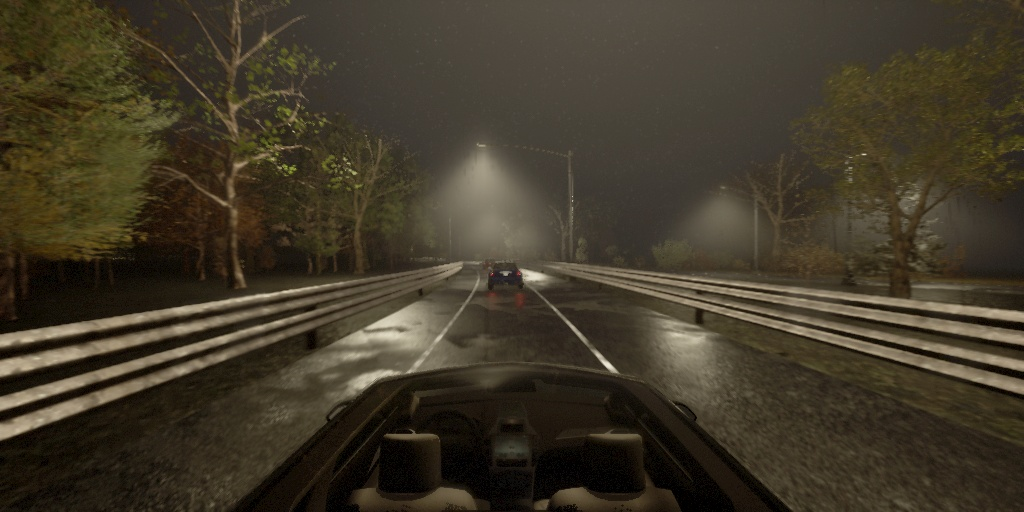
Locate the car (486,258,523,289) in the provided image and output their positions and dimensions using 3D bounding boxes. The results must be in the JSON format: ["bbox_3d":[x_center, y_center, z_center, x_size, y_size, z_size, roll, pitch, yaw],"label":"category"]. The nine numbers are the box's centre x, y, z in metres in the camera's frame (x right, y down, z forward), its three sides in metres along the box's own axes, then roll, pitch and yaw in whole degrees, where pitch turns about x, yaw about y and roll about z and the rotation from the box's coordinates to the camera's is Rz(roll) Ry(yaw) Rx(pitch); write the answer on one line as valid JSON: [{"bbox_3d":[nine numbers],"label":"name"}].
[{"bbox_3d":[-0.507,1.111,23.589,2.097,1.767,4.553,0,0,-3],"label":"car"}]

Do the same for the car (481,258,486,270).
[{"bbox_3d":[-3.379,1.096,52.758,2.097,1.767,4.553,0,0,-8],"label":"car"}]
